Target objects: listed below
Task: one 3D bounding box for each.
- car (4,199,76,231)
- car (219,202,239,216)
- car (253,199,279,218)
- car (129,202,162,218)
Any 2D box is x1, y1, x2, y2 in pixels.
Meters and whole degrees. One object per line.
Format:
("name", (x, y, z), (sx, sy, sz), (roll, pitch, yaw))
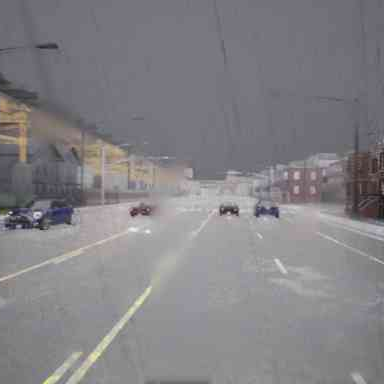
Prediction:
("car", (-8.641, 1.197, 19.318), (2.097, 1.767, 4.553), (1, 0, 7))
("car", (3.699, 1.675, 33.213), (1.895, 1.301, 4.718), (1, 0, 6))
("car", (7.128, 1.489, 32.363), (2.097, 1.767, 4.553), (1, 0, 6))
("car", (-3.973, 1.533, 29.104), (1.895, 1.301, 4.718), (1, 0, 7))
